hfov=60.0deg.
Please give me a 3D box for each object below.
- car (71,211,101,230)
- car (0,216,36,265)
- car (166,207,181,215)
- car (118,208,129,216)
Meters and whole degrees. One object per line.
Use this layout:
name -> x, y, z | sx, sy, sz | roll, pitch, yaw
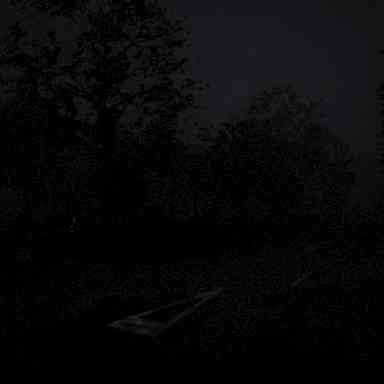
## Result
car -> -10.691, 2.758, 33.002 | 2.097, 1.767, 4.553 | -4, -3, 35
car -> -8.010, 1.781, 11.567 | 2.185, 1.767, 4.553 | -1, -2, 35
car -> -4.450, 3.620, 62.759 | 5.008, 1.535, 1.882 | -3, -4, 36
car -> -15.583, 4.253, 70.275 | 5.008, 1.535, 1.882 | -3, -3, 27
